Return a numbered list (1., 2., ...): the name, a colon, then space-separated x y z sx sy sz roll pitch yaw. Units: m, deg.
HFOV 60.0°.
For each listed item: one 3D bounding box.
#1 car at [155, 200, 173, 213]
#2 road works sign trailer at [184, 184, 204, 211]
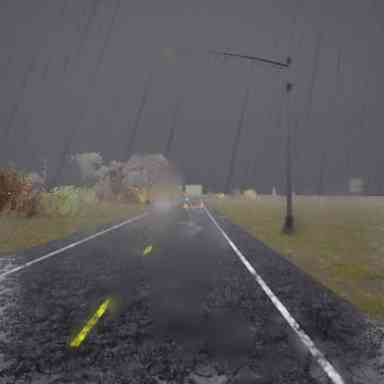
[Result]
1. car: -3.408 1.742 40.585 1.812 1.442 4.674 0 0 1
2. road works sign trailer: 0.232 0.704 44.980 2.380 3.560 2.880 0 0 0
